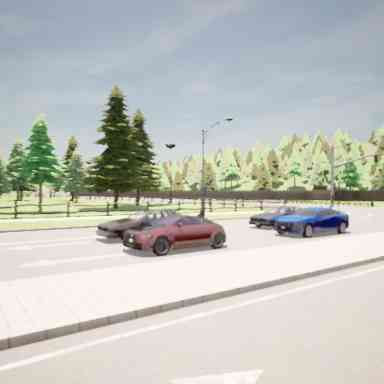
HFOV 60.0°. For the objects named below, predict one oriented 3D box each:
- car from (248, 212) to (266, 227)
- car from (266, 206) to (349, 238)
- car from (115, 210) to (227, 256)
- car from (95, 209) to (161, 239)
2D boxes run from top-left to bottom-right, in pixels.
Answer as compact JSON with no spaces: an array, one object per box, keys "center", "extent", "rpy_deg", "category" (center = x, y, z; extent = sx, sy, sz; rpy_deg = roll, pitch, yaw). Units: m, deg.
[{"center":[6.264,1.651,22.444],"extent":[5.357,1.411,2.033],"rpy_deg":[0,0,-35],"category":"car"},{"center":[6.722,1.571,18.501],"extent":[5.008,1.535,1.882],"rpy_deg":[0,0,-35],"category":"car"},{"center":[-0.616,1.605,13.350],"extent":[4.181,1.385,1.994],"rpy_deg":[0,0,-36],"category":"car"},{"center":[-1.974,1.593,16.673],"extent":[5.357,1.411,2.033],"rpy_deg":[0,0,-35],"category":"car"}]
